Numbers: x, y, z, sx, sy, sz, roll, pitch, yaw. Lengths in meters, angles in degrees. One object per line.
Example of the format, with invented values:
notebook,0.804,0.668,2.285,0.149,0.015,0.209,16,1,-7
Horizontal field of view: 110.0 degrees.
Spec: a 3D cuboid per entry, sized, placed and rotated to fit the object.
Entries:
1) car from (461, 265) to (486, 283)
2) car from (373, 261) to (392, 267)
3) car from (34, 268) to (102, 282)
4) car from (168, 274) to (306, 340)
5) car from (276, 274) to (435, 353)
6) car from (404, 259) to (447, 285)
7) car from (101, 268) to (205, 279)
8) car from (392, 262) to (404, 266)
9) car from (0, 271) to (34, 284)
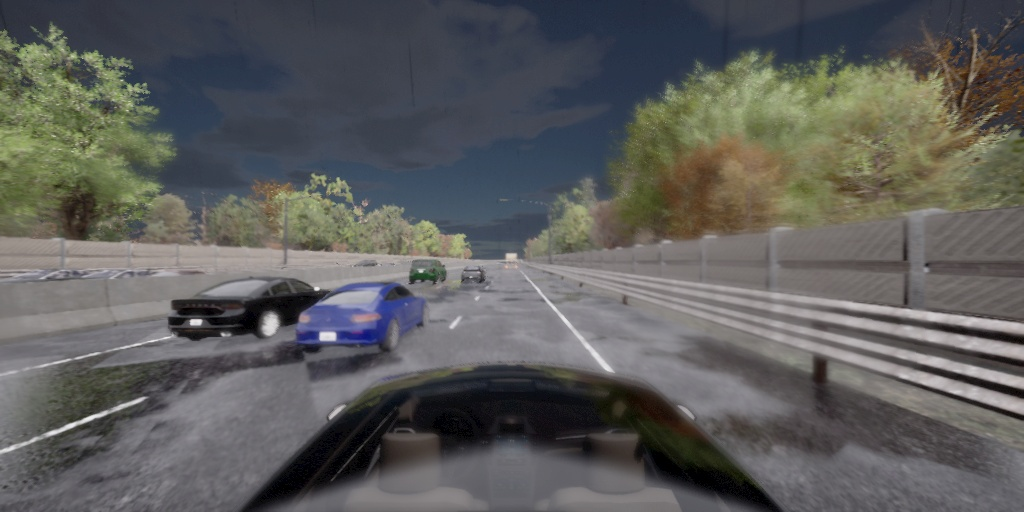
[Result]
car,-3.414,1.590,32.409,2.128,1.511,4.902,0,-1,0
car,-21.035,1.983,60.757,2.033,1.411,5.357,0,-1,0
car,-21.106,1.433,19.161,2.128,1.511,4.902,0,-1,0
car,-6.905,1.321,10.320,1.882,1.535,5.008,0,0,0
car,-3.408,1.355,8.955,1.812,1.442,4.674,0,-1,0
car,-6.913,1.291,29.952,2.150,2.045,5.566,0,0,0
car,-17.617,1.461,18.623,1.812,1.442,4.674,0,-1,0
car,-17.562,1.767,59.030,2.097,1.767,4.553,0,-1,1
car,-24.606,1.432,19.142,2.128,1.511,4.902,0,-1,0
